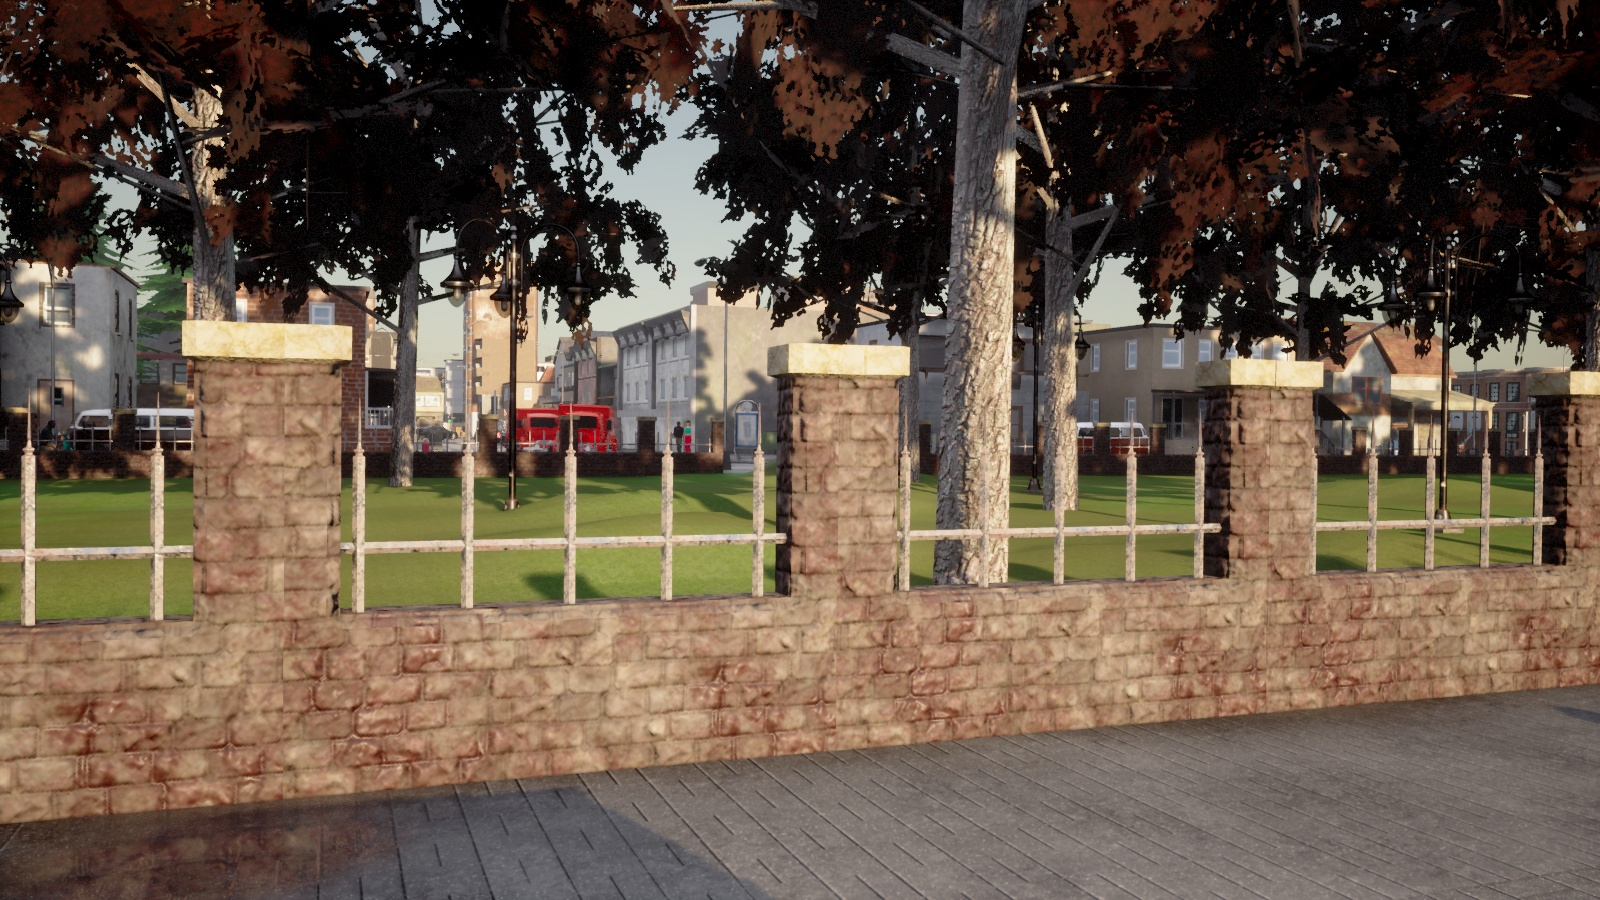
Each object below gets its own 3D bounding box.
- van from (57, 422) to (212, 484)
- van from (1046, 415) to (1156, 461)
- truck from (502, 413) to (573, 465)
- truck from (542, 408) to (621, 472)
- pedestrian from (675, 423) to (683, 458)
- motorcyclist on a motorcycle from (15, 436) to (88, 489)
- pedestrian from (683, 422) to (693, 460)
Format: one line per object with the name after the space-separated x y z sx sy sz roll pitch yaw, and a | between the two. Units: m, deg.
-22.953 0.062 43.504 4.480 2.038 2.069 -1 1 -21 | van
13.751 -0.562 57.438 4.480 2.038 2.069 -1 1 -21 | van
-13.021 -0.559 62.119 2.627 2.467 5.204 -1 1 -21 | truck
-8.926 -0.436 51.734 2.627 2.467 5.204 1 1 -4 | truck
-6.316 -0.490 65.510 0.431 1.840 0.703 -1 1 -5 | pedestrian
-23.256 0.367 39.053 1.817 1.590 0.866 -1 1 -22 | motorcyclist on a motorcycle
-5.517 -0.440 61.904 0.345 1.836 0.594 0 1 11 | pedestrian
